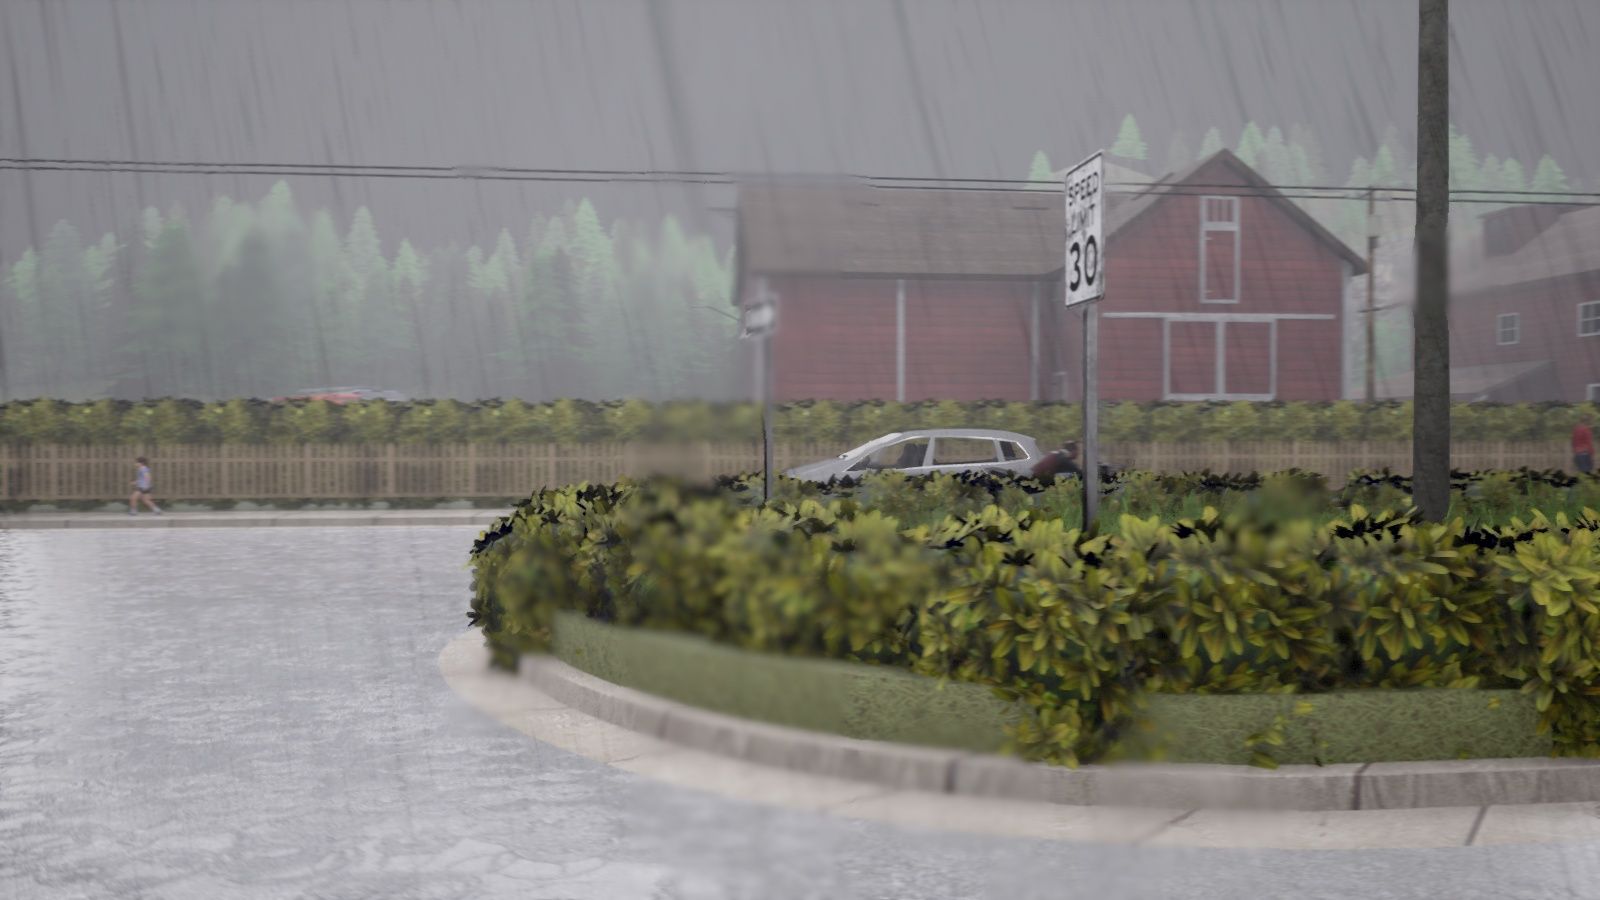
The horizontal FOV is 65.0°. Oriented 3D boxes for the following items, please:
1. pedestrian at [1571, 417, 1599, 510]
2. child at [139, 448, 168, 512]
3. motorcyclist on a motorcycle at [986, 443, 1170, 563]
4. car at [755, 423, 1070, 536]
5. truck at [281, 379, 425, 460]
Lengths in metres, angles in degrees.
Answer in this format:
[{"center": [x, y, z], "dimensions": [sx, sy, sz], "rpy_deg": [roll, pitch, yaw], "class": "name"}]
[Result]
[{"center": [15.978, 0.270, 25.329], "dimensions": [0.636, 1.846, 0.331], "rpy_deg": [0, 1, -8], "class": "pedestrian"}, {"center": [-11.376, 0.518, 22.086], "dimensions": [0.394, 1.110, 0.255], "rpy_deg": [0, 1, -10], "class": "child"}, {"center": [3.642, 0.681, 16.561], "dimensions": [2.191, 1.530, 0.866], "rpy_deg": [0, 1, -6], "class": "motorcyclist on a motorcycle"}, {"center": [1.669, 0.437, 19.874], "dimensions": [4.611, 1.667, 2.242], "rpy_deg": [0, 1, -6], "class": "car"}, {"center": [-22.630, -1.439, 63.323], "dimensions": [8.468, 3.827, 2.891], "rpy_deg": [0, 0, 40], "class": "truck"}]
